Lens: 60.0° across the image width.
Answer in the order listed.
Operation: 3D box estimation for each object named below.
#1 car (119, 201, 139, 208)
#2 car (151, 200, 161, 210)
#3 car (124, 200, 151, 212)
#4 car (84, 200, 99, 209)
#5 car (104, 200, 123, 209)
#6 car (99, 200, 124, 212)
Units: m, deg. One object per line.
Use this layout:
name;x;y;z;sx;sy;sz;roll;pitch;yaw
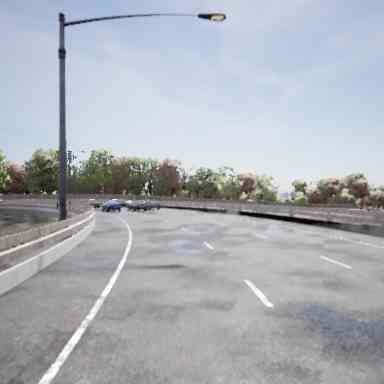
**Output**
car;-11.916;2.349;62.536;1.895;1.301;4.718;0;-1;-36
car;-6.712;2.089;53.836;2.128;1.511;4.902;0;-1;-30
car;-8.083;2.065;48.837;1.837;1.490;4.892;0;-1;-27
car;-17.624;2.249;58.473;1.837;1.490;4.892;0;-1;-36
car;-14.163;2.250;59.585;1.812;1.442;4.674;0;-1;-33
car;-11.710;2.066;48.247;1.882;1.535;5.008;0;-1;-27
